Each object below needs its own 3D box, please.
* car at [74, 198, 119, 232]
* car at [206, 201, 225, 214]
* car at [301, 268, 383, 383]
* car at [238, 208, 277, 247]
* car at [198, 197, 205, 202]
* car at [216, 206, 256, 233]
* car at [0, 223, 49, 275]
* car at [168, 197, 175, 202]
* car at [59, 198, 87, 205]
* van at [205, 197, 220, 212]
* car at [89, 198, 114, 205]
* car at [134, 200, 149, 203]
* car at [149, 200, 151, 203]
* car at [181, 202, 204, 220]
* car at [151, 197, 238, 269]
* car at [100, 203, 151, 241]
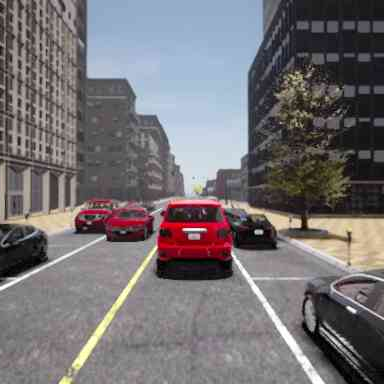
[{"bbox_3d":[-5.705,1.415,20.972,2.192,1.841,5.009,0,0,0],"label":"car"},{"bbox_3d":[2.622,1.769,38.021,1.802,1.307,4.206,0,0,0],"label":"car"},{"bbox_3d":[2.660,1.569,3.887,2.008,1.369,4.403,0,0,0],"label":"car"},{"bbox_3d":[2.647,1.637,15.264,1.947,1.339,4.313,0,0,0],"label":"car"},{"bbox_3d":[2.601,2.012,88.666,1.752,1.417,4.829,0,0,0],"label":"car"},{"bbox_3d":[2.641,1.665,20.954,1.947,1.339,4.313,0,0,0],"label":"car"},{"bbox_3d":[-5.694,1.611,9.593,1.947,1.339,4.313,0,0,0],"label":"car"},{"bbox_3d":[-5.785,2.046,93.855,1.752,1.417,4.829,0,0,0],"label":"car"},{"bbox_3d":[-23.024,1.793,64.481,4.829,1.417,1.752,0,-1,0],"label":"car"},{"bbox_3d":[2.617,1.559,43.711,1.690,1.788,3.998,0,0,0],"label":"van"},{"bbox_3d":[-17.532,1.860,64.500,4.206,1.307,1.802,0,-1,0],"label":"car"},{"bbox_3d":[-5.719,1.703,32.350,1.887,1.381,4.507,0,0,0],"label":"car"},{"bbox_3d":[-5.731,1.784,43.727,1.947,1.339,4.313,0,0,0],"label":"car"},{"bbox_3d":[0.065,1.700,31.458,2.033,1.411,5.357,0,0,0],"label":"car"},{"bbox_3d":[0.070,1.277,11.478,2.150,2.045,5.566,0,0,0],"label":"car"},{"bbox_3d":[-3.118,1.560,17.531,1.882,1.535,5.008,0,0,0],"label":"car"}]
